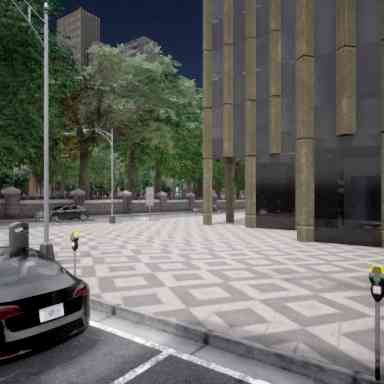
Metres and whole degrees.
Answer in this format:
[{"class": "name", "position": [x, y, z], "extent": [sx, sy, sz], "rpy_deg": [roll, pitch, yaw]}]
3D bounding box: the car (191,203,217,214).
[{"class": "car", "position": [1.827, 2.360, 48.205], "extent": [2.128, 1.511, 4.902], "rpy_deg": [0, -1, 35]}]

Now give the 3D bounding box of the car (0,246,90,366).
[{"class": "car", "position": [-3.471, 1.566, 5.423], "extent": [4.313, 1.339, 1.947], "rpy_deg": [0, 0, 35]}]

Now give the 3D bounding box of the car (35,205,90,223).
[{"class": "car", "position": [-11.356, 1.893, 29.453], "extent": [1.837, 1.490, 4.892], "rpy_deg": [0, -1, 35]}]
